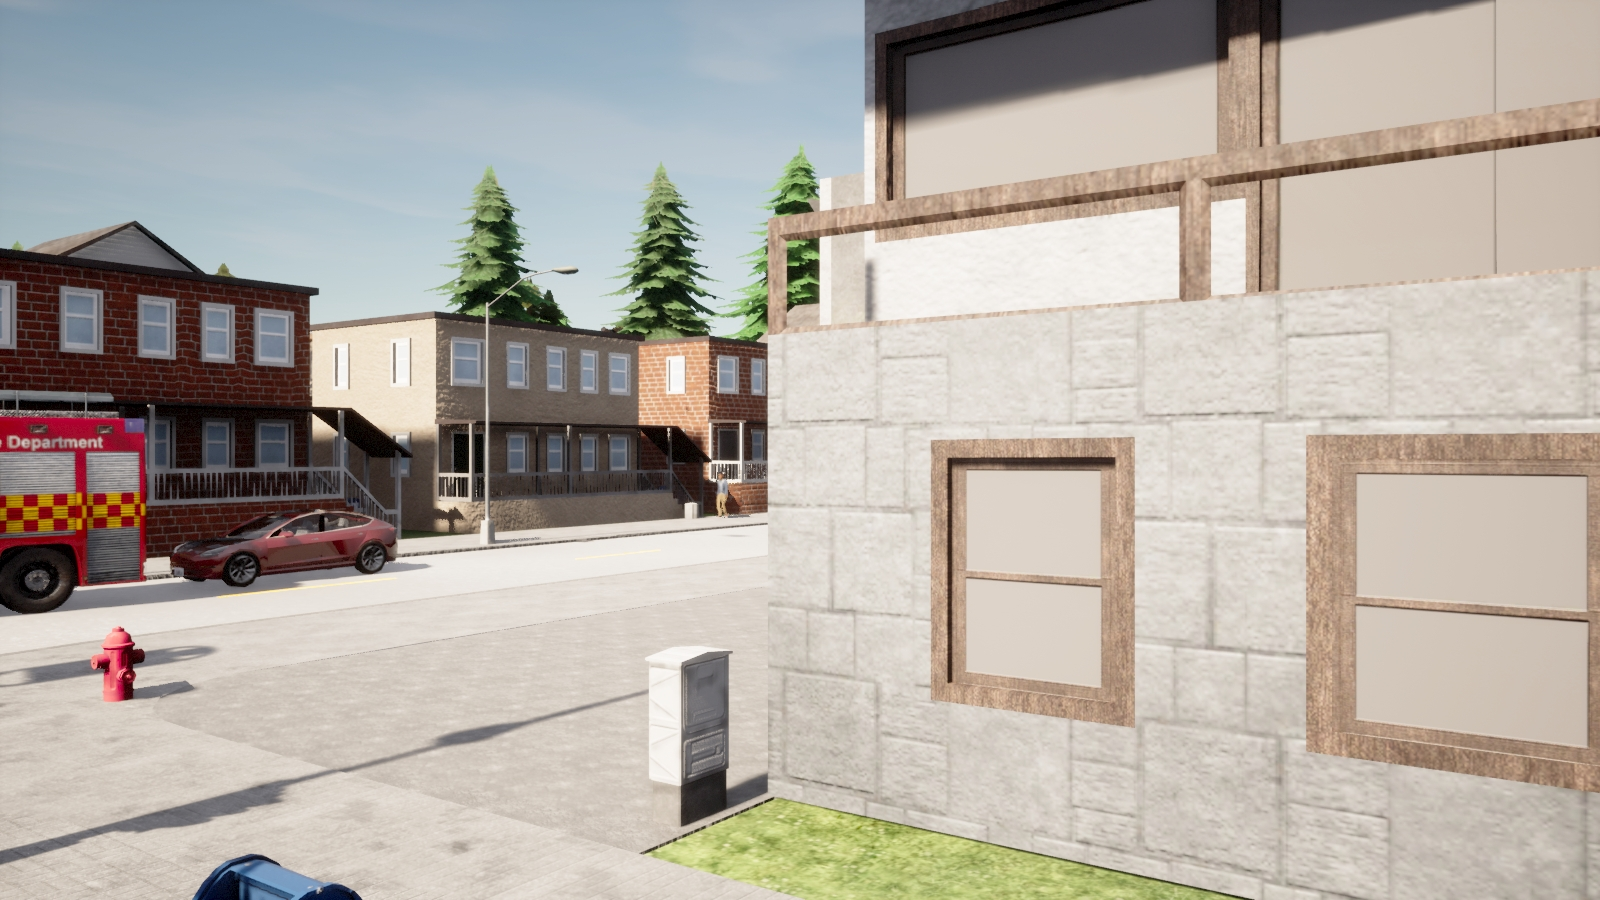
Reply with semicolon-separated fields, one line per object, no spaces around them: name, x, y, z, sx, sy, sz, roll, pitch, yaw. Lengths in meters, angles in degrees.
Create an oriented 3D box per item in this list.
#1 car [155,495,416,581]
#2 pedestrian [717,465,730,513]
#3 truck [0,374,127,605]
car;-11.178;1.843;25.163;2.163;1.488;4.792;0;0;35
pedestrian;-3.008;1.524;44.840;0.375;1.860;0.375;0;0;36
truck;-15.941;0.669;18.237;2.891;3.827;8.468;0;0;42
